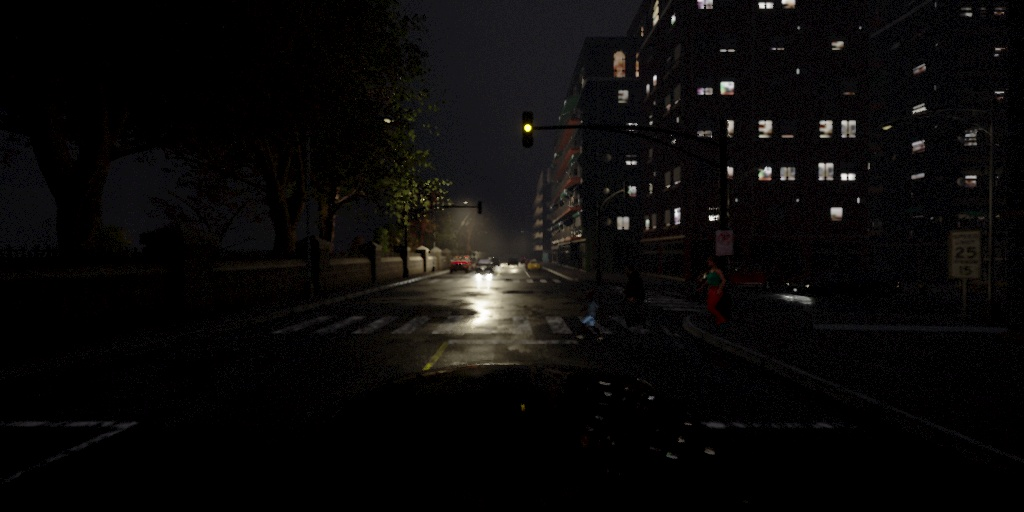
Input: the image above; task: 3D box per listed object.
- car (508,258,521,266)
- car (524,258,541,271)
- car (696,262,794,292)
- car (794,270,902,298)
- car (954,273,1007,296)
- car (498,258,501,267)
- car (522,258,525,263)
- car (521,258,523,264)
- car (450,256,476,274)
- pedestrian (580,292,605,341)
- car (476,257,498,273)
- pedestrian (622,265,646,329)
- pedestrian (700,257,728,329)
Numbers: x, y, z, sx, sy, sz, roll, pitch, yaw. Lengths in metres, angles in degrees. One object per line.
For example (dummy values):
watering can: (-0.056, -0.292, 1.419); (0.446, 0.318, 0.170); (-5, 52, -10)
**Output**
car: (0.173, 1.043, 64.607); (1.882, 1.535, 5.008); (0, 0, 0)
car: (2.809, 1.141, 45.407); (1.751, 1.417, 4.829); (0, 0, 0)
car: (14.656, 1.269, 23.085); (5.009, 1.841, 2.192); (0, 0, 0)
car: (18.848, 1.597, 20.491); (5.357, 1.411, 2.033); (1, 0, 0)
car: (31.572, 1.790, 23.092); (4.829, 1.417, 1.751); (0, 0, 0)
car: (-2.880, 1.085, 59.238); (1.837, 1.490, 4.892); (0, 0, 1)
car: (2.824, 1.146, 50.772); (1.888, 1.381, 4.507); (0, 0, 0)
car: (2.839, 1.137, 56.308); (2.007, 1.370, 4.403); (0, 0, 0)
car: (-5.587, 0.944, 39.725); (2.192, 1.841, 5.009); (0, 0, 0)
pedestrian: (1.866, 1.022, 8.321); (0.375, 1.860, 0.375); (0, 0, 0)
car: (-2.983, 1.120, 40.155); (2.128, 1.511, 4.902); (0, 0, 0)
pedestrian: (3.226, 1.018, 9.518); (0.375, 1.860, 0.375); (0, 0, 0)
pedestrian: (5.018, 0.870, 8.912); (0.375, 1.860, 0.375); (0, 0, 0)
